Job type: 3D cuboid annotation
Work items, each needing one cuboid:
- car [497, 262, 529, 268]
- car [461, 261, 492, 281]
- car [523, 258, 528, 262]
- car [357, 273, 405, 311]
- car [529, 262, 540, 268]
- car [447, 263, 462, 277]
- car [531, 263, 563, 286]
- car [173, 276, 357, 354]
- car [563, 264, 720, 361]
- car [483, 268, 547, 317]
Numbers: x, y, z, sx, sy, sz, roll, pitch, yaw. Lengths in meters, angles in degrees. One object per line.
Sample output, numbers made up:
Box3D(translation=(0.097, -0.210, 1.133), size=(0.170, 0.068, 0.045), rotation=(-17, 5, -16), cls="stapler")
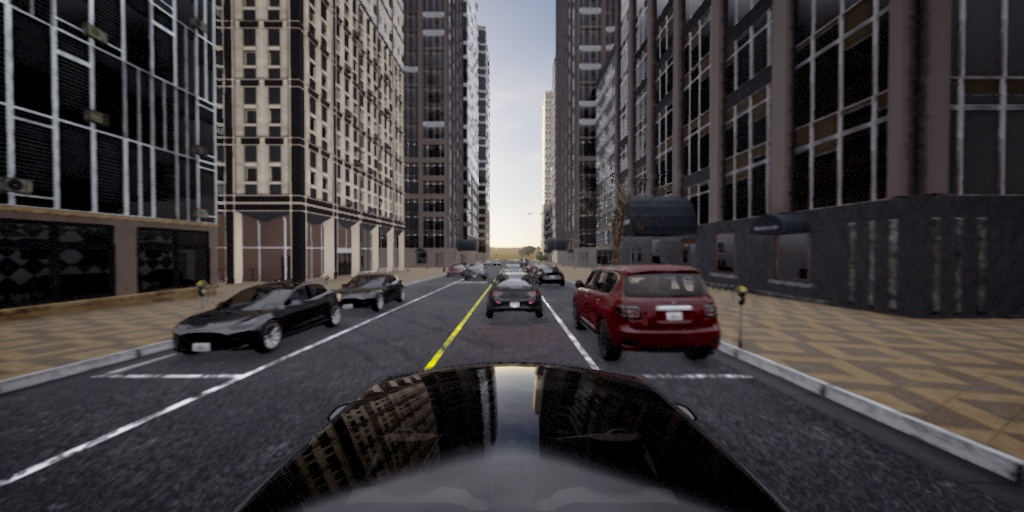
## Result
Box3D(translation=(0.094, 1.425, 30.008), size=(2.033, 1.411, 5.357), rotation=(0, 0, 0), cls="car")
Box3D(translation=(-3.100, 1.412, 31.957), size=(1.812, 1.442, 4.674), rotation=(0, 0, 0), cls="car")
Box3D(translation=(2.688, 1.373, 42.896), size=(1.967, 1.591, 4.097), rotation=(0, 0, 0), cls="car")
Box3D(translation=(-5.659, 1.375, 14.587), size=(1.948, 1.339, 4.313), rotation=(0, 0, 0), cls="car")
Box3D(translation=(2.689, 1.435, 31.547), size=(2.007, 1.370, 4.403), rotation=(0, 0, 0), cls="car")
Box3D(translation=(-5.660, 1.491, 37.281), size=(1.802, 1.307, 4.207), rotation=(0, 0, 0), cls="car")
Box3D(translation=(2.689, 1.425, 25.873), size=(1.948, 1.339, 4.313), rotation=(0, 0, 0), cls="car")
Box3D(translation=(-5.828, 1.349, 8.912), size=(1.948, 1.339, 4.313), rotation=(0, 0, 0), cls="car")
Box3D(translation=(2.730, 1.096, 8.363), size=(2.192, 1.841, 5.009), rotation=(0, 0, 0), cls="car")
Box3D(translation=(0.090, 1.329, 13.291), size=(1.812, 1.442, 4.674), rotation=(0, 0, 0), cls="car")
